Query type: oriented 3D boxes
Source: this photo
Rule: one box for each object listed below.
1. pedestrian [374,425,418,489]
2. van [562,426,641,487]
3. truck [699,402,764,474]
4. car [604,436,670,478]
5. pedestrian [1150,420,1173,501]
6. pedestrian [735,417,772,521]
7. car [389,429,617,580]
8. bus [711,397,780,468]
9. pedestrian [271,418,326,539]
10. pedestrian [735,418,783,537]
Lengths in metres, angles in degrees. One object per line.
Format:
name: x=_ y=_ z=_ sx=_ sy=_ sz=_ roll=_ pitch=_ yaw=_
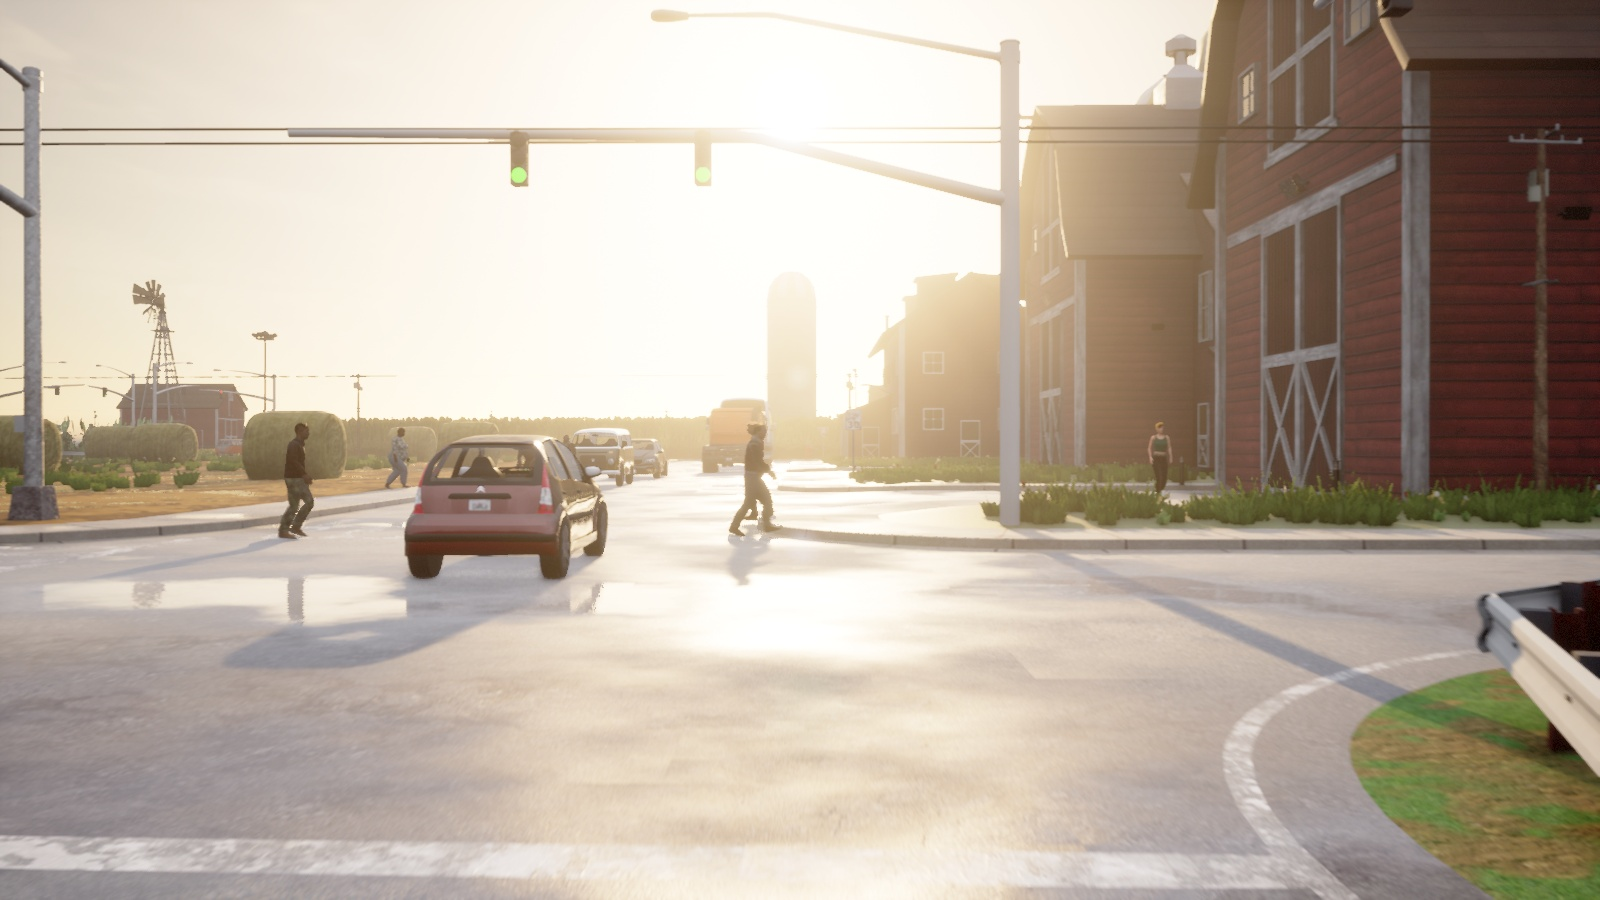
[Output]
pedestrian: x=-11.728 y=0.194 z=36.490 sx=0.900 sy=1.855 sz=0.874 roll=0 pitch=0 yaw=11
van: x=-6.933 y=0.216 z=44.201 sx=2.069 sy=2.038 sz=4.480 roll=0 pitch=0 yaw=0
truck: x=-3.408 y=-0.608 z=64.751 sx=2.891 sy=3.462 sz=7.936 roll=0 pitch=0 yaw=0
car: x=-6.925 y=0.267 z=53.821 sx=2.242 sy=1.667 sz=4.611 roll=0 pitch=1 yaw=0
pedestrian: x=8.312 y=0.243 z=28.872 sx=0.345 sy=1.836 sz=0.594 roll=0 pitch=0 yaw=1
pedestrian: x=-0.838 y=0.342 z=22.560 sx=0.636 sy=1.846 sz=0.331 roll=0 pitch=0 yaw=-8
car: x=-3.466 y=0.567 z=15.424 sx=1.851 sy=1.617 sz=3.988 roll=0 pitch=1 yaw=0
bus: x=-3.386 y=-1.090 z=81.237 sx=3.944 sy=4.253 sz=10.273 roll=0 pitch=0 yaw=0
pedestrian: x=-7.745 y=0.433 z=19.397 sx=0.703 sy=1.840 sz=0.431 roll=0 pitch=0 yaw=-7
pedestrian: x=-0.642 y=0.429 z=19.850 sx=0.720 sy=1.854 sz=0.376 roll=0 pitch=0 yaw=4
